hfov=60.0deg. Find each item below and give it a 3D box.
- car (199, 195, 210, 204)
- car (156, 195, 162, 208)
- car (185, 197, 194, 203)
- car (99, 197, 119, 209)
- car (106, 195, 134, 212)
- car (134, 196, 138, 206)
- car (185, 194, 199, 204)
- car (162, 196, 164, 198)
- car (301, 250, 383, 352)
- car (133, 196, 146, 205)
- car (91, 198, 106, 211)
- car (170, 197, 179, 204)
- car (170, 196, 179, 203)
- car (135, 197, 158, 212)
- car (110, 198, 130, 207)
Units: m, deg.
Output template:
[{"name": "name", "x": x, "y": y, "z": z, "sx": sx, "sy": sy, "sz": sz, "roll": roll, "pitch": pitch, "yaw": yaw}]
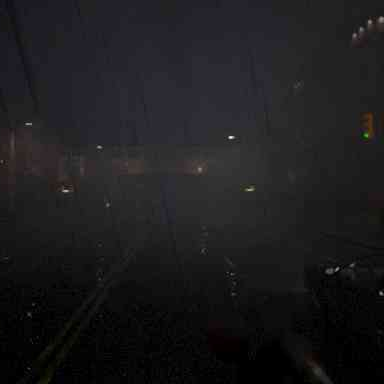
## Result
[{"name": "car", "x": 2.801, "y": 1.915, "z": 74.188, "sx": 1.895, "sy": 1.301, "sz": 4.718, "roll": 0, "pitch": 0, "yaw": -3}, {"name": "car", "x": -6.277, "y": 1.629, "z": 51.568, "sx": 2.097, "sy": 1.767, "sz": 4.553, "roll": 0, "pitch": 0, "yaw": -3}, {"name": "car", "x": -0.695, "y": 1.861, "z": 81.516, "sx": 1.994, "sy": 1.385, "sz": 4.181, "roll": 0, "pitch": 0, "yaw": -3}, {"name": "car", "x": -12.759, "y": 1.669, "z": 51.316, "sx": 2.185, "sy": 1.767, "sz": 4.553, "roll": 0, "pitch": 0, "yaw": -3}, {"name": "car", "x": -9.363, "y": 1.480, "z": 43.545, "sx": 2.150, "sy": 2.045, "sz": 5.566, "roll": 0, "pitch": 0, "yaw": -4}, {"name": "car", "x": -9.982, "y": 1.825, "z": 55.874, "sx": 1.837, "sy": 1.490, "sz": 4.892, "roll": 0, "pitch": -1, "yaw": -3}, {"name": "car", "x": -0.224, "y": 1.546, "z": 71.147, "sx": 2.150, "sy": 2.045, "sz": 5.566, "roll": 0, "pitch": 0, "yaw": -2}, {"name": "car", "x": -6.873, "y": 1.684, "z": 63.123, "sx": 2.097, "sy": 1.767, "sz": 4.553, "roll": 0, "pitch": 0, "yaw": -2}, {"name": "car", "x": 3.311, "y": 1.548, "z": 4.670, "sx": 2.033, "sy": 1.411, "sz": 5.357, "roll": 0, "pitch": 0, "yaw": -2}, {"name": "car", "x": -10.568, "y": 1.727, "z": 67.385, "sx": 2.097, "sy": 1.767, "sz": 4.553, "roll": 0, "pitch": 0, "yaw": -3}, {"name": "car", "x": -12.274, "y": 1.763, "z": 44.907, "sx": 2.097, "sy": 1.535, "sz": 5.008, "roll": 0, "pitch": 0, "yaw": -3}, {"name": "car", "x": -3.734, "y": 1.940, "z": 71.376, "sx": 1.895, "sy": 1.301, "sz": 4.718, "roll": 0, "pitch": 0, "yaw": -2}, {"name": "car", "x": -4.190, "y": 1.855, "z": 81.335, "sx": 2.128, "sy": 1.511, "sz": 4.902, "roll": 0, "pitch": 0, "yaw": -3}, {"name": "car", "x": -5.811, "y": 1.758, "z": 42.792, "sx": 1.812, "sy": 1.442, "sz": 4.674, "roll": 0, "pitch": 0, "yaw": -3}, {"name": "car", "x": -13.302, "y": 1.848, "z": 62.077, "sx": 2.231, "sy": 1.521, "sz": 4.892, "roll": 0, "pitch": 0, "yaw": 7}]
